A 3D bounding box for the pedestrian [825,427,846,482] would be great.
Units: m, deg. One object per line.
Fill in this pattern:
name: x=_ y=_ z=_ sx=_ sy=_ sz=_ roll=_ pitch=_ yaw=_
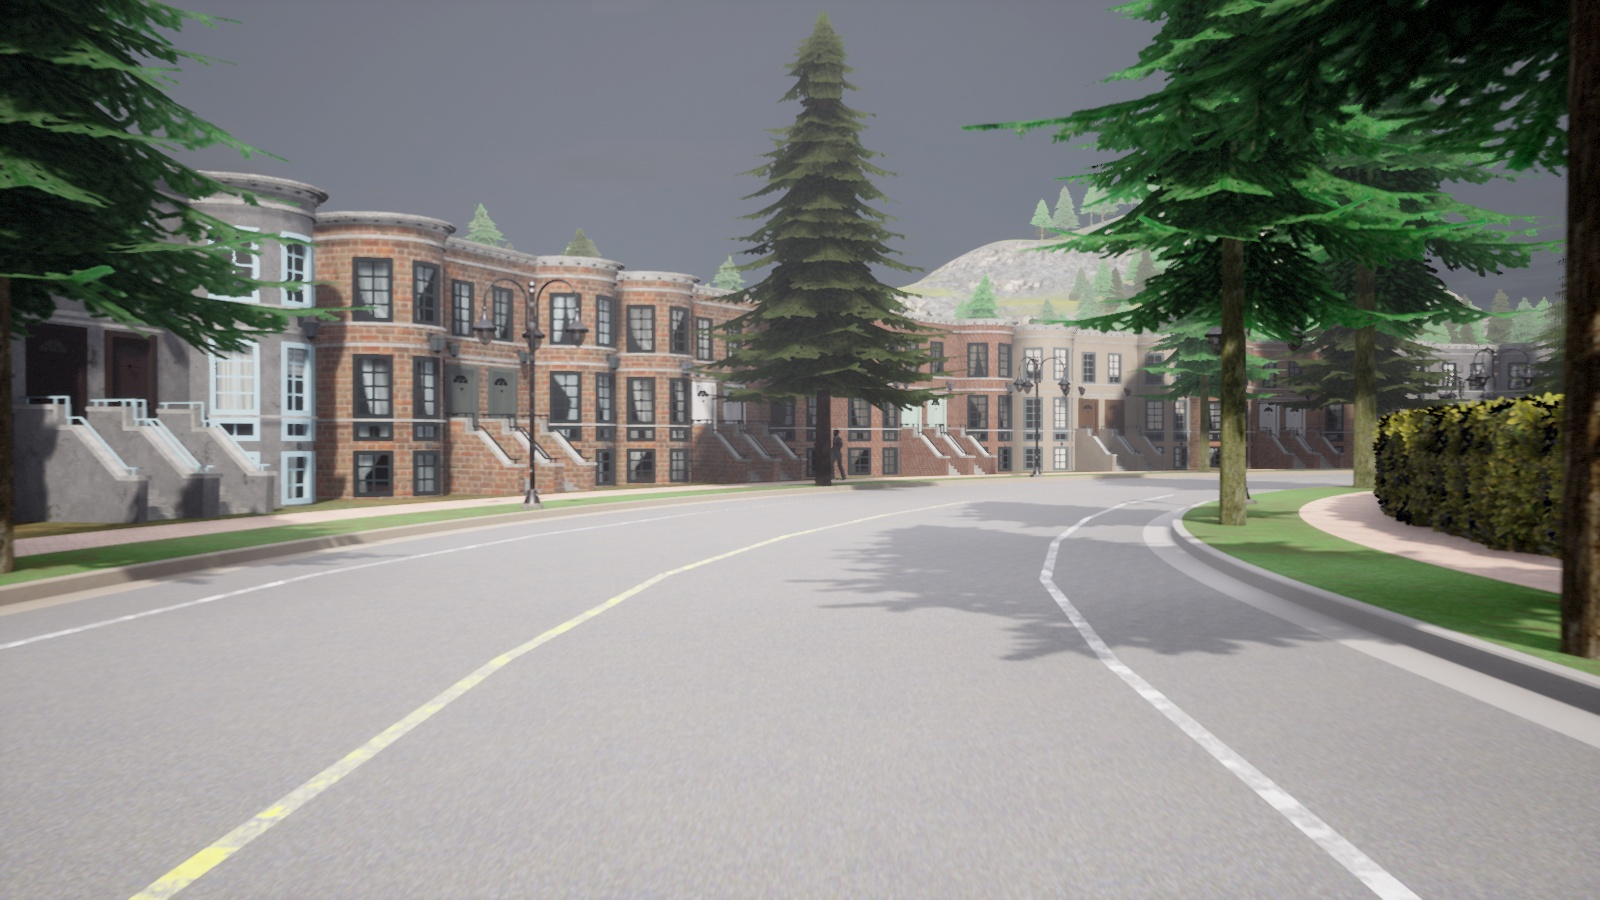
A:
pedestrian: x=1.255 y=0.155 z=44.314 sx=0.402 sy=1.930 sz=0.666 roll=0 pitch=0 yaw=43
